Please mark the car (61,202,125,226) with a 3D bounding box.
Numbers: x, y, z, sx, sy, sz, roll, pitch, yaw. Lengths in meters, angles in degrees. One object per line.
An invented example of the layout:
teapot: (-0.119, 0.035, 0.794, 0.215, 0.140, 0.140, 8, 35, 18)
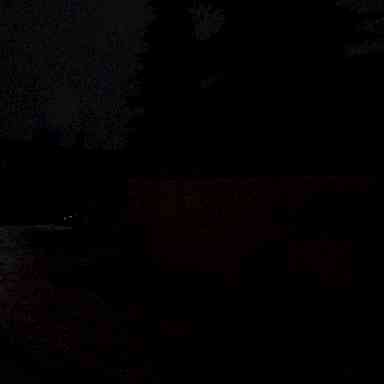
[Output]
car: (-7.179, 1.562, 24.515, 1.837, 1.490, 4.892, 0, 0, 38)
